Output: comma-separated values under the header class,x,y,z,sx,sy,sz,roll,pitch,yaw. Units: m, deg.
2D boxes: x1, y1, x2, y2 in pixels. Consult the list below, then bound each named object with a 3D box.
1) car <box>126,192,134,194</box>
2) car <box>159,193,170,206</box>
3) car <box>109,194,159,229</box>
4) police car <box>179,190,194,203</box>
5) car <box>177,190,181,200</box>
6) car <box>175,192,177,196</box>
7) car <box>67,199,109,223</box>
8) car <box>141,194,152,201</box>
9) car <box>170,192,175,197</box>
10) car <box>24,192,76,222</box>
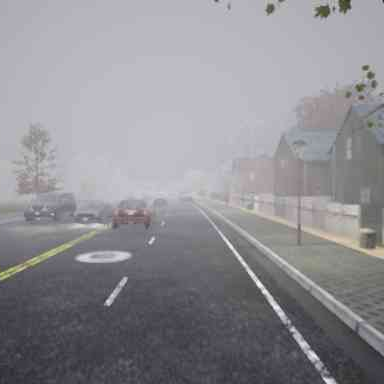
class,x,y,z,sx,sy,sz,roll,pitch,yaw
car,-12.132,0.880,64.719,2.097,1.767,4.553,0,0,-4
car,-4.415,1.160,47.144,1.812,1.442,4.674,0,1,-3
car,-3.416,1.186,20.438,2.097,1.767,4.553,0,0,-1
police car,-0.760,0.989,55.682,1.930,1.638,5.238,0,0,-4
car,-1.426,0.844,65.585,2.097,1.767,4.553,0,0,-4
car,-1.887,0.676,71.665,2.150,2.045,5.566,0,0,-5
car,-6.945,1.359,24.121,2.033,1.411,5.357,0,0,-2
car,-8.880,1.115,64.904,1.895,1.301,4.718,0,0,-4
car,-4.444,0.673,89.708,2.128,1.511,4.902,0,0,-6
car,-10.208,1.035,24.560,2.150,2.045,5.566,0,0,-1
